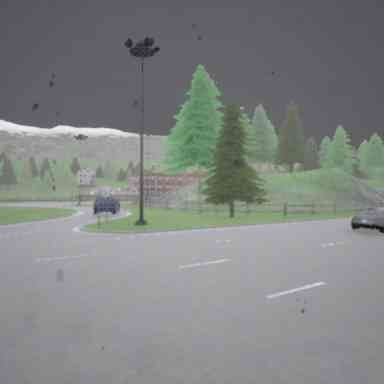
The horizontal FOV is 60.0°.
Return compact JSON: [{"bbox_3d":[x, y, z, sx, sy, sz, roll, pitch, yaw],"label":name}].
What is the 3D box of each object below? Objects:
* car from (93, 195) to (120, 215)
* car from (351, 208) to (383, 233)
[{"bbox_3d":[-8.894,1.293,34.863,2.150,2.045,5.566,1,0,-6],"label":"car"},{"bbox_3d":[11.774,1.683,20.745,4.181,1.385,1.994,0,0,-36],"label":"car"}]
